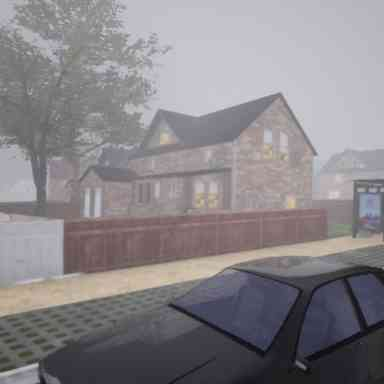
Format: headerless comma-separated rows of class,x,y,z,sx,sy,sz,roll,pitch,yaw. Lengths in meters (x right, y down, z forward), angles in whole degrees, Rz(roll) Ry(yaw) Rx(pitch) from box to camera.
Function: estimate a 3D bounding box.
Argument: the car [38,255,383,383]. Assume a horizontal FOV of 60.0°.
car,1.131,1.540,3.869,5.357,1.411,2.033,0,0,-35
